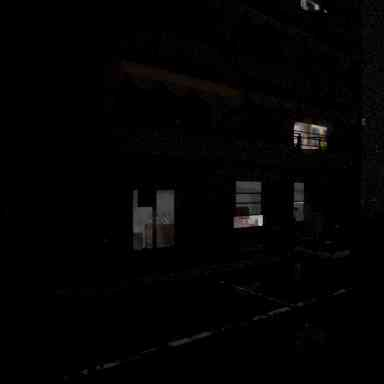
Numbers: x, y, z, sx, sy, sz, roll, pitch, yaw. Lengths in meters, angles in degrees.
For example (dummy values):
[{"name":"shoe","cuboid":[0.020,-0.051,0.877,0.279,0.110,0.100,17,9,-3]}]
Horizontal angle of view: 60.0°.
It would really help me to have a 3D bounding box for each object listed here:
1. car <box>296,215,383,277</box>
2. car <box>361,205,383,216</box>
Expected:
[{"name":"car","cuboid":[5.012,1.582,10.209,4.206,1.307,1.802,0,0,-36]},{"name":"car","cuboid":[16.791,1.888,32.071,1.895,1.301,4.718,0,-1,-36]}]
